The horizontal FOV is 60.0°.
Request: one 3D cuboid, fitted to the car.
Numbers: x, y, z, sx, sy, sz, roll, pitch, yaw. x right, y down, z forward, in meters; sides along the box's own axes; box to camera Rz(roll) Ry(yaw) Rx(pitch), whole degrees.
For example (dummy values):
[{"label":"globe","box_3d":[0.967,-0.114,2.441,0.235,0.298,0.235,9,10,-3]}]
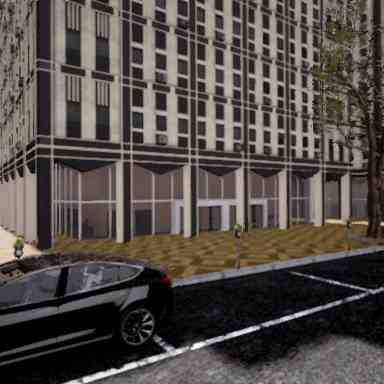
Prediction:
[{"label":"car","box_3d":[-2.295,1.630,4.863,4.313,1.339,1.947,1,-1,-34]}]
